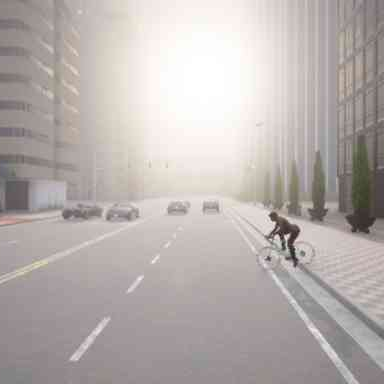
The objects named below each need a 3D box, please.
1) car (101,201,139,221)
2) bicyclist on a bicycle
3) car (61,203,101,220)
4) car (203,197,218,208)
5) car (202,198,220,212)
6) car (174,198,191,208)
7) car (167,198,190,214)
[{"bbox_3d":[-5.549,1.508,27.180,1.812,1.442,4.674,0,0,4],"label":"car"},{"bbox_3d":[2.573,1.363,9.414,1.656,1.620,0.582,-9,0,3],"label":"bicyclist on a bicycle"},{"bbox_3d":[-9.024,1.582,27.670,1.895,1.301,4.718,0,0,3],"label":"car"},{"bbox_3d":[2.773,1.516,49.148,2.033,1.411,5.357,0,0,4],"label":"car"},{"bbox_3d":[2.244,1.465,39.237,2.128,1.511,4.902,0,0,4],"label":"car"},{"bbox_3d":[-1.464,1.569,49.335,1.895,1.301,4.718,0,0,-8],"label":"car"},{"bbox_3d":[-1.463,1.541,35.524,1.994,1.385,4.181,0,0,4],"label":"car"}]
